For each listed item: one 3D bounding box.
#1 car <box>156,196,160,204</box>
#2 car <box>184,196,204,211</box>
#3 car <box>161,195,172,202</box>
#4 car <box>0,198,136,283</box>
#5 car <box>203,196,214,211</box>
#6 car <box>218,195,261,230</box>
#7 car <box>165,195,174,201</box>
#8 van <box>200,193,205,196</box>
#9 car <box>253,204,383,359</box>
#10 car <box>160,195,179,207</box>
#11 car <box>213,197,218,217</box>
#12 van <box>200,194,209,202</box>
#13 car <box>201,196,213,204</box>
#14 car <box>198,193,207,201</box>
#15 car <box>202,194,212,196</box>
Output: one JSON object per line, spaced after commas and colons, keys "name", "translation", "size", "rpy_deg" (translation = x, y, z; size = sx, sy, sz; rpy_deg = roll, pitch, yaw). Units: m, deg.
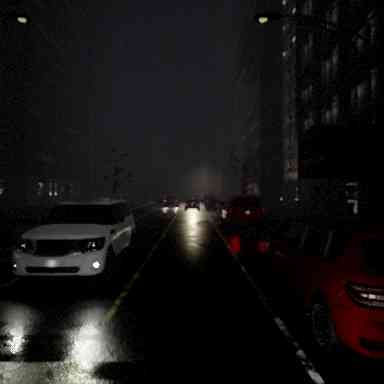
{"name": "car", "translation": [-5.665, 1.385, 62.322], "size": [1.967, 1.590, 4.097], "rpy_deg": [1, 0, 0]}
{"name": "car", "translation": [0.050, 1.514, 40.088], "size": [2.033, 1.411, 5.357], "rpy_deg": [0, 0, 1]}
{"name": "car", "translation": [-5.663, 1.482, 73.608], "size": [2.008, 1.369, 4.403], "rpy_deg": [1, 0, 0]}
{"name": "car", "translation": [-3.084, 1.217, 10.032], "size": [2.150, 2.045, 5.566], "rpy_deg": [0, 0, 0]}
{"name": "car", "translation": [2.708, 1.512, 39.783], "size": [1.887, 1.381, 4.507], "rpy_deg": [0, 0, 0]}
{"name": "car", "translation": [3.113, 1.213, 21.269], "size": [2.150, 2.045, 5.566], "rpy_deg": [0, 0, 0]}
{"name": "car", "translation": [-5.661, 1.467, 84.893], "size": [2.008, 1.369, 4.403], "rpy_deg": [1, 0, 0]}
{"name": "van", "translation": [2.715, 1.292, 56.706], "size": [1.690, 1.788, 3.998], "rpy_deg": [1, 0, 0]}
{"name": "car", "translation": [2.702, 1.311, 5.934], "size": [2.192, 1.841, 5.009], "rpy_deg": [0, 0, 0]}
{"name": "car", "translation": [-3.063, 1.310, 48.876], "size": [2.097, 1.767, 4.553], "rpy_deg": [0, 0, 0]}
{"name": "car", "translation": [3.148, 1.456, 28.240], "size": [1.882, 1.535, 5.008], "rpy_deg": [0, 0, 0]}
{"name": "van", "translation": [2.719, 1.271, 73.632], "size": [1.690, 1.788, 3.998], "rpy_deg": [1, 0, 0]}
{"name": "car", "translation": [2.714, 1.495, 62.349], "size": [2.008, 1.369, 4.403], "rpy_deg": [1, 0, 0]}
{"name": "car", "translation": [2.723, 1.231, 84.914], "size": [2.192, 1.841, 5.009], "rpy_deg": [1, 0, 0]}
{"name": "car", "translation": [2.711, 1.402, 45.424], "size": [1.967, 1.590, 4.097], "rpy_deg": [0, 0, 0]}
